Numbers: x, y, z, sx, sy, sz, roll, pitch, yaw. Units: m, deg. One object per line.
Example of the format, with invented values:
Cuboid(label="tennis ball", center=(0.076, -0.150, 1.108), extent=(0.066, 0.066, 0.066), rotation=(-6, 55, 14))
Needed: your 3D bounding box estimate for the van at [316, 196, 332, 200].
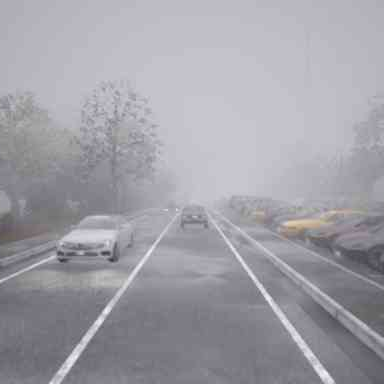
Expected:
Cuboid(label="van", center=(20.148, 1.523, 46.355), extent=(4.442, 1.987, 1.878), rotation=(0, -1, 0))

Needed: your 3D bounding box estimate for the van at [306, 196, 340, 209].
Cuboid(label="van", center=(20.407, 1.637, 51.892), extent=(4.442, 1.987, 1.878), rotation=(0, -1, 0))

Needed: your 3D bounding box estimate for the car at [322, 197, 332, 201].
Cuboid(label="car", center=(20.257, 1.692, 43.580), extent=(5.008, 1.535, 2.097), rotation=(0, -1, 0))

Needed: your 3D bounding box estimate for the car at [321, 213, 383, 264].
Cuboid(label="car", center=(6.991, 1.554, 10.502), extent=(4.792, 1.488, 2.163), rotation=(0, 0, 0))

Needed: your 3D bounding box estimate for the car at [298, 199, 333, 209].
Cuboid(label="car", center=(20.297, 1.920, 54.657), extent=(4.892, 1.521, 2.231), rotation=(0, -1, 0))

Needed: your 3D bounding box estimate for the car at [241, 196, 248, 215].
Cuboid(label="car", center=(7.078, 1.484, 29.936), extent=(4.553, 1.767, 2.185), rotation=(0, 0, 0))

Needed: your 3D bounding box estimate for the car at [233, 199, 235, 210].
Cuboid(label="car", center=(7.138, 1.673, 35.487), extent=(4.674, 1.452, 2.002), rotation=(0, 0, 0))

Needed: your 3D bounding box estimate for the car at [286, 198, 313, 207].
Cuboid(label="car", center=(20.310, 1.963, 62.970), extent=(4.553, 1.767, 2.185), rotation=(0, -1, 0))

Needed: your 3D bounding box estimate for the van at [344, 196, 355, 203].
Cuboid(label="van", center=(20.343, 1.416, 38.060), extent=(4.442, 1.987, 1.878), rotation=(0, 0, 0))

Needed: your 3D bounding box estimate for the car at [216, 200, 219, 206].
Cuboid(label="car", center=(7.242, 1.983, 57.674), extent=(5.008, 1.535, 2.097), rotation=(0, -1, 0))

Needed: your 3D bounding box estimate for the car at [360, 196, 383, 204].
Cuboid(label="car", center=(20.173, 1.367, 32.645), extent=(5.566, 2.045, 2.435), rotation=(0, 0, 0))

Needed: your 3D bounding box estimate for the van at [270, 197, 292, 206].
Cuboid(label="van", center=(20.523, 2.173, 76.937), extent=(4.442, 1.987, 1.878), rotation=(0, -2, 0))

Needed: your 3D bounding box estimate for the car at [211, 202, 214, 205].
Cuboid(label="car", center=(7.260, 1.959, 68.781), extent=(5.566, 2.045, 2.435), rotation=(0, -1, 0))

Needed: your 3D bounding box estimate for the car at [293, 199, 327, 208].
Cuboid(label="car", center=(20.311, 1.976, 57.427), extent=(5.008, 1.535, 2.097), rotation=(0, -1, 0))

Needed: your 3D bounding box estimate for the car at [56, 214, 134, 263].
Cuboid(label="car", center=(-3.331, 1.561, 12.299), extent=(1.812, 1.442, 4.674), rotation=(0, 0, 0))

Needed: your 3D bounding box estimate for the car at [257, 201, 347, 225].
Cuboid(label="car", center=(7.065, 1.574, 21.607), extent=(4.892, 1.521, 2.231), rotation=(0, 0, 0))

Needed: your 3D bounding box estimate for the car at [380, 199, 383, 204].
Cuboid(label="car", center=(20.183, 1.605, 29.749), extent=(5.008, 1.535, 2.097), rotation=(0, 0, 0))

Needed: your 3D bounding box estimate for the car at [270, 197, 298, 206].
Cuboid(label="car", center=(20.420, 2.072, 74.047), extent=(5.566, 2.045, 2.435), rotation=(0, -2, 0))

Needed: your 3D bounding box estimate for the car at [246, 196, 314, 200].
Cuboid(label="car", center=(7.065, 1.471, 27.160), extent=(4.553, 1.767, 2.185), rotation=(0, 0, 0))

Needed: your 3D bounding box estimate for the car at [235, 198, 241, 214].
Cuboid(label="car", center=(7.117, 1.621, 32.712), extent=(5.008, 1.535, 2.097), rotation=(0, 0, 0))

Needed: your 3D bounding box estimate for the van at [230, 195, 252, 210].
Cuboid(label="van", center=(7.031, 1.420, 38.265), extent=(4.442, 1.987, 1.878), rotation=(0, 0, 0))

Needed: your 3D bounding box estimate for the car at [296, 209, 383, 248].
Cuboid(label="car", center=(7.004, 1.566, 13.279), extent=(4.792, 1.488, 2.163), rotation=(0, 0, 0))

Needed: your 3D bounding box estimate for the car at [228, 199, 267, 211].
Cuboid(label="car", center=(7.202, 1.728, 43.789), extent=(4.792, 1.488, 2.163), rotation=(0, -1, 0))

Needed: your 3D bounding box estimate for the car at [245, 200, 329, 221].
Cuboid(label="car", center=(6.898, 1.582, 24.384), extent=(5.366, 1.575, 1.946), rotation=(0, 0, 0))

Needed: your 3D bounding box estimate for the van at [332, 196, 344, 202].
Cuboid(label="van", center=(20.123, 1.429, 40.964), extent=(4.442, 1.987, 1.878), rotation=(0, -1, 0))

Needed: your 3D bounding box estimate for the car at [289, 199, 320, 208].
Cuboid(label="car", center=(20.324, 2.035, 60.322), extent=(5.008, 1.535, 2.097), rotation=(0, -1, 0))

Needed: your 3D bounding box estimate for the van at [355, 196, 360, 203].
Cuboid(label="van", center=(20.331, 1.404, 35.415), extent=(4.442, 1.987, 1.878), rotation=(0, 0, 0))

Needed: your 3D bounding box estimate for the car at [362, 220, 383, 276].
Cuboid(label="car", center=(6.978, 1.542, 7.726), extent=(4.792, 1.488, 2.163), rotation=(0, 0, 0))

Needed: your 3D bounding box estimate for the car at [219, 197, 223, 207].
Cuboid(label="car", center=(7.182, 1.899, 52.124), extent=(4.792, 1.488, 2.163), rotation=(0, -1, 0))

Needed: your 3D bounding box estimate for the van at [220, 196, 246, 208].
Cuboid(label="van", center=(7.366, 1.814, 60.454), extent=(4.442, 1.987, 1.878), rotation=(0, -1, 0))

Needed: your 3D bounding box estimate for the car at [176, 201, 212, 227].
Cuboid(label="car", center=(0.141, 1.628, 23.389), extent=(2.033, 1.411, 5.357), rotation=(0, 0, 0))

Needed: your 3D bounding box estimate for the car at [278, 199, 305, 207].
Cuboid(label="car", center=(20.360, 2.203, 68.506), extent=(4.892, 1.521, 2.231), rotation=(0, -1, 0))

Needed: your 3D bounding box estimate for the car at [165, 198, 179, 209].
Cuboid(label="car", center=(-3.177, 1.767, 53.129), extent=(2.097, 1.767, 4.553), rotation=(0, -1, 1))

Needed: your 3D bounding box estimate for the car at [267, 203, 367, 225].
Cuboid(label="car", center=(7.065, 1.562, 18.831), extent=(4.892, 1.521, 2.231), rotation=(0, 0, 0))

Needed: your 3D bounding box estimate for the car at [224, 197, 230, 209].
Cuboid(label="car", center=(7.189, 1.406, 41.041), extent=(5.566, 2.045, 2.435), rotation=(0, 0, 0))

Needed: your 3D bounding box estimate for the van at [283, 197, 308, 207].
Cuboid(label="van", center=(20.471, 1.920, 65.740), extent=(4.442, 1.987, 1.878), rotation=(0, -1, 0))

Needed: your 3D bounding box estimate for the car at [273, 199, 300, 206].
Cuboid(label="car", center=(20.194, 2.258, 71.274), extent=(5.366, 1.575, 1.946), rotation=(0, -1, 0))

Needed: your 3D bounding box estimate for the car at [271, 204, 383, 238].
Cuboid(label="car", center=(6.860, 1.546, 16.056), extent=(5.366, 1.575, 1.946), rotation=(0, 0, 0))

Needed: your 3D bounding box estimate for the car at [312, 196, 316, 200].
Cuboid(label="car", center=(20.093, 1.803, 49.118), extent=(5.366, 1.575, 1.946), rotation=(0, -1, 0))
